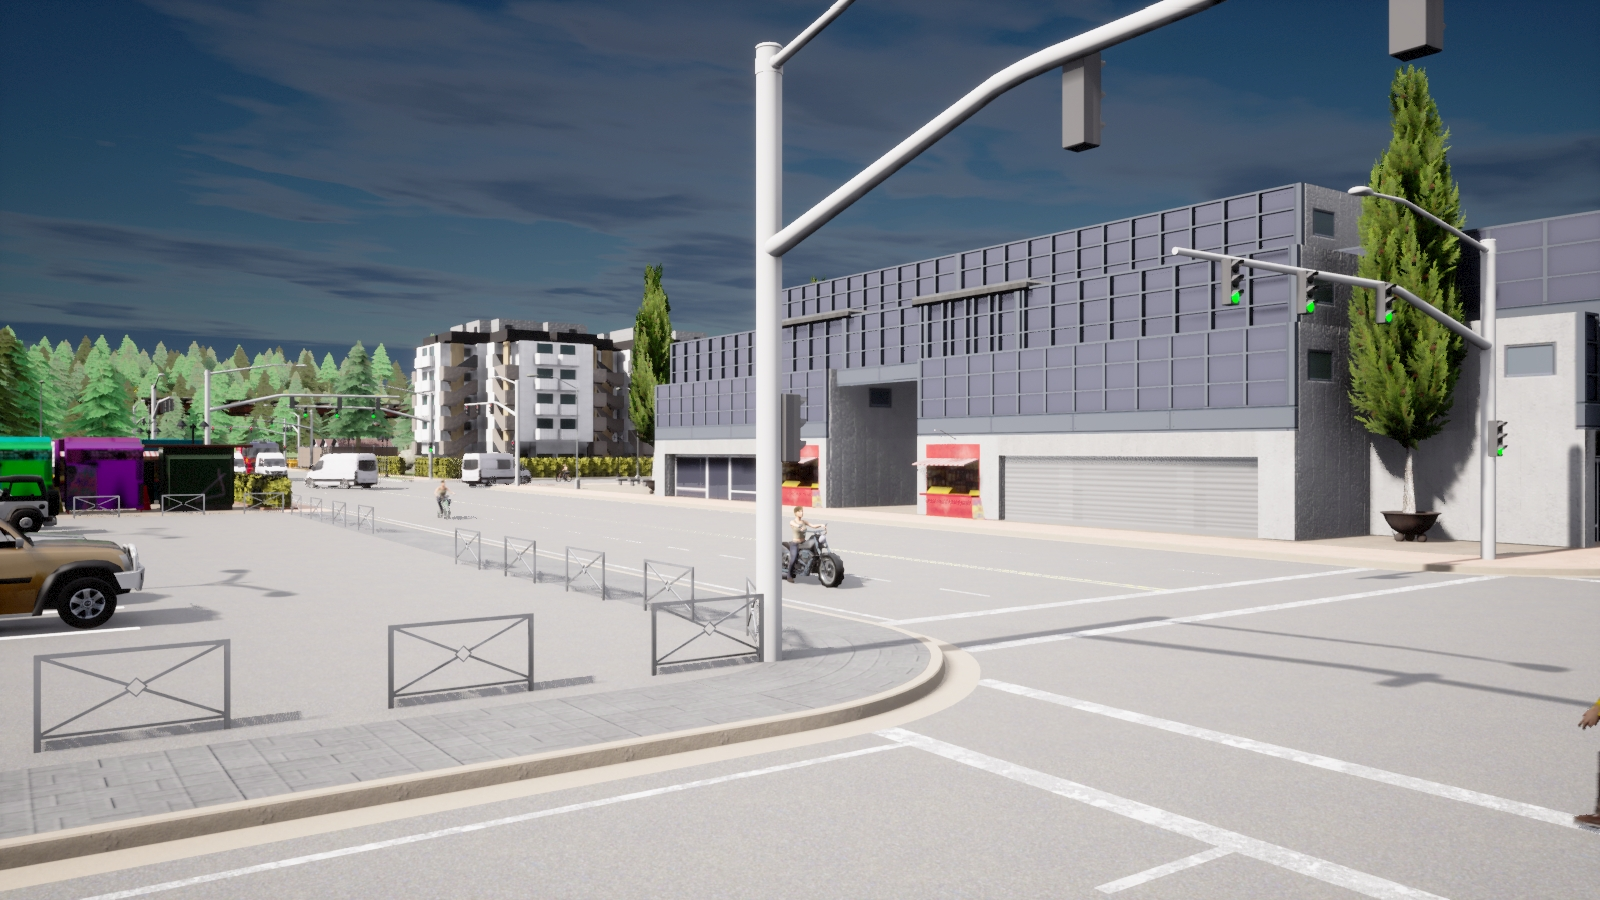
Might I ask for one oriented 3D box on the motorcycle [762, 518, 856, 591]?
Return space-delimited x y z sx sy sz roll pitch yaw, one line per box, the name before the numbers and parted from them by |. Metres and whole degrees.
motorcycle | 0.165 2.155 23.900 0.764 1.307 2.356 0 0 -34
